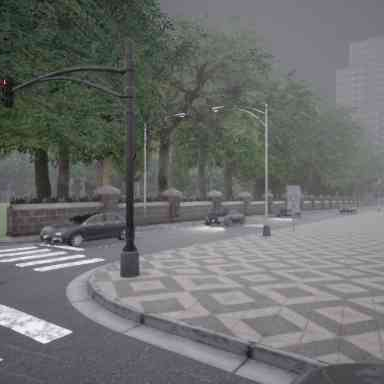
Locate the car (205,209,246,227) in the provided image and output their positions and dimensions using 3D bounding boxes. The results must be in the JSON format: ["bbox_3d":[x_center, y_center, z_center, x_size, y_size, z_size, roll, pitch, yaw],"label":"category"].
[{"bbox_3d":[2.789,2.083,27.348,1.994,1.385,4.181,0,-1,35],"label":"car"}]

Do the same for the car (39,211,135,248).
[{"bbox_3d":[-4.967,1.751,16.391,1.837,1.490,4.892,0,-1,35],"label":"car"}]

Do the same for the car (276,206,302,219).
[{"bbox_3d":[11.594,2.404,39.759,1.994,1.385,4.181,0,-1,35],"label":"car"}]

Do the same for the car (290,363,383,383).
[{"bbox_3d":[2.380,1.551,1.263,4.403,1.369,2.008,0,0,36],"label":"car"}]

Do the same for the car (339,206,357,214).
[{"bbox_3d":[25.180,2.845,53.470,1.895,1.301,4.718,0,-1,36],"label":"car"}]
